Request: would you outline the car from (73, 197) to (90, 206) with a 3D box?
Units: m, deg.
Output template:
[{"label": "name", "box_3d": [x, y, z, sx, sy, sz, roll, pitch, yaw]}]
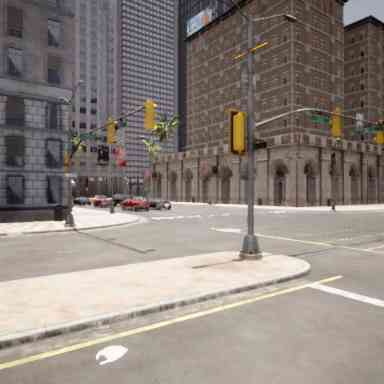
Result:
[{"label": "car", "box_3d": [-18.682, 1.546, 56.367, 2.033, 1.411, 5.357, 0, 0, -35]}]

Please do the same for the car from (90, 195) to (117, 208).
[{"label": "car", "box_3d": [-12.638, 1.563, 47.748, 1.994, 1.385, 4.181, 0, 0, -35]}]

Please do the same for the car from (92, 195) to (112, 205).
[{"label": "car", "box_3d": [-15.848, 1.350, 58.452, 2.097, 1.767, 4.553, 0, 0, -35]}]

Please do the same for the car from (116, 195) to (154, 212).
[{"label": "car", "box_3d": [-6.829, 1.476, 39.627, 1.882, 1.535, 5.008, 0, 0, -36]}]

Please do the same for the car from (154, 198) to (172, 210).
[{"label": "car", "box_3d": [-4.431, 1.490, 42.287, 2.128, 1.511, 4.902, 0, 0, -36]}]

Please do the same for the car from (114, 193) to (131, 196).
[{"label": "car", "box_3d": [-10.166, 1.220, 50.319, 2.150, 2.045, 5.566, 0, 0, -35]}]
